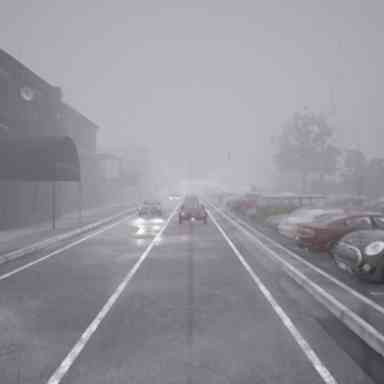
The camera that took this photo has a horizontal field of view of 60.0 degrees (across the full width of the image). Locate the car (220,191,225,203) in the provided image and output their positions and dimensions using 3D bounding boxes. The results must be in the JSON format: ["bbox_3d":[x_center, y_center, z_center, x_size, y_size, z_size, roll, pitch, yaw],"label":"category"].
[{"bbox_3d":[6.170,0.984,36.788,5.366,1.575,1.946,0,1,0],"label":"car"}]

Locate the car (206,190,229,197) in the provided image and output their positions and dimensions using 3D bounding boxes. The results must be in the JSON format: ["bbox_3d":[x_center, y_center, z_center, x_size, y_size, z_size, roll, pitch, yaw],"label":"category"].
[{"bbox_3d":[5.633,0.354,74.018,4.792,1.488,2.163,0,1,0],"label":"car"}]

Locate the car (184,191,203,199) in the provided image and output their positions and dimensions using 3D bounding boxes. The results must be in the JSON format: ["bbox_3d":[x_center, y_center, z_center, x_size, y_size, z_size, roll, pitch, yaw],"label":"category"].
[{"bbox_3d":[-0.061,0.972,41.327,2.128,1.511,4.902,0,1,-1],"label":"car"}]

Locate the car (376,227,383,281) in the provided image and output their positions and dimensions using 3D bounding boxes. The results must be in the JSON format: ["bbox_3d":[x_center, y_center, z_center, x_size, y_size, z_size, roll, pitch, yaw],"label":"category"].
[{"bbox_3d":[6.082,1.476,5.687,4.674,1.452,2.002,0,0,0],"label":"car"}]

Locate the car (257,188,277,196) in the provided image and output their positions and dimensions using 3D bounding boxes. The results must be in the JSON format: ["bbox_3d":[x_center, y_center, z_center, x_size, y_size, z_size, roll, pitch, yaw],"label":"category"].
[{"bbox_3d":[18.604,0.001,82.441,4.553,1.767,2.185,0,1,0],"label":"car"}]

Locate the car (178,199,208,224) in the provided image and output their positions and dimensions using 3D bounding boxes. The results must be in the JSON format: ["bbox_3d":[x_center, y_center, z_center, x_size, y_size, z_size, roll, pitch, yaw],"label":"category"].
[{"bbox_3d":[0.053,1.392,23.069,1.895,1.301,4.718,0,1,0],"label":"car"}]

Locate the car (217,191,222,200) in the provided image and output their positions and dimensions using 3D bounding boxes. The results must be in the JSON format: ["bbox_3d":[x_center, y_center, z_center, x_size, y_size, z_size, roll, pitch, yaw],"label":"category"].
[{"bbox_3d":[5.970,0.905,42.438,4.674,1.452,2.002,0,1,0],"label":"car"}]

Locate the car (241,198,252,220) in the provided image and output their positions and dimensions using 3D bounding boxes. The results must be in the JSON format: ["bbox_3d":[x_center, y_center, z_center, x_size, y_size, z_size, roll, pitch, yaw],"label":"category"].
[{"bbox_3d":[6.030,1.333,22.663,4.674,1.452,2.002,0,1,0],"label":"car"}]

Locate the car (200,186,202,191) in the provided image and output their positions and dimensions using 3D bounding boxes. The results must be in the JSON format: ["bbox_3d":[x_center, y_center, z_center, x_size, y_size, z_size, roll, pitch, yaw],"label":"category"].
[{"bbox_3d":[5.496,-0.253,87.923,5.566,2.045,2.435,0,1,0],"label":"car"}]

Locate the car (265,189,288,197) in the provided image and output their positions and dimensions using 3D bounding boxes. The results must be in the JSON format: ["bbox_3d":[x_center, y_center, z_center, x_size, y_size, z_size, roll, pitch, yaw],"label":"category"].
[{"bbox_3d":[18.714,0.195,74.213,4.553,1.767,2.185,0,1,0],"label":"car"}]

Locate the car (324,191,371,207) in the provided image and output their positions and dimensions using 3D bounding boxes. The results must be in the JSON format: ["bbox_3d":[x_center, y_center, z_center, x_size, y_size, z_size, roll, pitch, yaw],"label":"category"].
[{"bbox_3d":[18.524,0.799,39.683,4.553,1.767,2.185,0,1,0],"label":"car"}]

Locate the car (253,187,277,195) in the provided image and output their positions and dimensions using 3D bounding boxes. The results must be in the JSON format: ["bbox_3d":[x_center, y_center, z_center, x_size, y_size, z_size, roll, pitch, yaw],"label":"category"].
[{"bbox_3d":[18.647,-0.193,85.347,5.566,2.045,2.435,0,1,0],"label":"car"}]

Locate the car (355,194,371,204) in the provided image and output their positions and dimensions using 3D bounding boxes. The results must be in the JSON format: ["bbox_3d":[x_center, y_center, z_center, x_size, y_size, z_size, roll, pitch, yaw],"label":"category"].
[{"bbox_3d":[18.586,1.109,31.216,4.892,1.521,2.231,0,1,0],"label":"car"}]

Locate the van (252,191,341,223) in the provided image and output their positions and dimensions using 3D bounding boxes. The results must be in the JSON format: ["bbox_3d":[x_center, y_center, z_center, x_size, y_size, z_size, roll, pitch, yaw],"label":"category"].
[{"bbox_3d":[6.153,1.121,19.953,4.442,1.987,1.878,0,1,0],"label":"van"}]

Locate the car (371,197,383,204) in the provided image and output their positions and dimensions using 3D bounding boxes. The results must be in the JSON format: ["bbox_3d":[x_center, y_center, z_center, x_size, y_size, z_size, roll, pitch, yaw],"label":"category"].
[{"bbox_3d":[18.557,1.195,28.519,4.792,1.488,2.163,0,1,0],"label":"car"}]

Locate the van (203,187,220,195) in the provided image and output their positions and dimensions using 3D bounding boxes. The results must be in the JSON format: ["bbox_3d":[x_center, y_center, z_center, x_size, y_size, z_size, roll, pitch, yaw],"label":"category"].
[{"bbox_3d":[5.391,-0.293,90.706,4.442,1.987,1.878,0,1,0],"label":"van"}]

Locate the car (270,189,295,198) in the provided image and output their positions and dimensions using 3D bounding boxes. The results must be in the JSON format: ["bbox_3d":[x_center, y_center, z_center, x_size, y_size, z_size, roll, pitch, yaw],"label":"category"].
[{"bbox_3d":[18.684,0.328,68.519,4.553,1.767,2.185,0,1,0],"label":"car"}]

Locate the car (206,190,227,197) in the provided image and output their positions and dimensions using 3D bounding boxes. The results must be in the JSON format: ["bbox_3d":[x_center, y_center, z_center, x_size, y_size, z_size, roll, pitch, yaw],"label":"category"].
[{"bbox_3d":[5.590,0.299,76.801,4.674,1.452,2.002,0,1,0],"label":"car"}]

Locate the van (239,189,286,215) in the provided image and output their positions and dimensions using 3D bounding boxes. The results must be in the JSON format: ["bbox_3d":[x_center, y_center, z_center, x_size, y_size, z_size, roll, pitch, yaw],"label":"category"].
[{"bbox_3d":[6.136,1.006,25.482,4.442,1.987,1.878,0,1,0],"label":"van"}]

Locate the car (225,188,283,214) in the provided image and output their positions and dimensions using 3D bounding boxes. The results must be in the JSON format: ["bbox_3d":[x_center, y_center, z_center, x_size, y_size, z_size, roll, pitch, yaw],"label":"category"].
[{"bbox_3d":[5.982,0.919,28.306,5.566,2.045,2.435,0,1,0],"label":"car"}]

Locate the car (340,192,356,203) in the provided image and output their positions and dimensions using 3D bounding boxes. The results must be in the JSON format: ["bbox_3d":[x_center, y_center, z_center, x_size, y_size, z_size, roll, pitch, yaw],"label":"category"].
[{"bbox_3d":[18.558,0.983,36.987,5.008,1.535,2.097,0,1,0],"label":"car"}]

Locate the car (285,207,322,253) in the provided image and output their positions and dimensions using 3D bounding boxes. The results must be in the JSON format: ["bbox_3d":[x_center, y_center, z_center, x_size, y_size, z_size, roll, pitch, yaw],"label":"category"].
[{"bbox_3d":[6.057,1.414,11.338,5.008,1.535,2.097,0,0,0],"label":"car"}]

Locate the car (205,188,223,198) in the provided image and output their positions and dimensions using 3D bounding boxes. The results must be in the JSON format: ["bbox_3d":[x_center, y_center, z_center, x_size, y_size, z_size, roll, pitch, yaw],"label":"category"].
[{"bbox_3d":[5.650,0.492,68.595,4.674,1.452,2.002,1,1,0],"label":"car"}]

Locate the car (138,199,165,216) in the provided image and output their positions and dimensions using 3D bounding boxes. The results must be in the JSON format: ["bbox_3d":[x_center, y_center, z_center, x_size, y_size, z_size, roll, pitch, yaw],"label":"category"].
[{"bbox_3d":[-3.423,1.308,28.514,1.895,1.301,4.718,0,1,0],"label":"car"}]

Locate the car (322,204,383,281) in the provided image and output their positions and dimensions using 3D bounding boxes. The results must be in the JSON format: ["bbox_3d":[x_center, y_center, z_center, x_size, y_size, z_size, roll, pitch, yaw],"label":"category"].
[{"bbox_3d":[6.102,1.299,8.512,4.553,1.767,2.185,0,0,0],"label":"car"}]

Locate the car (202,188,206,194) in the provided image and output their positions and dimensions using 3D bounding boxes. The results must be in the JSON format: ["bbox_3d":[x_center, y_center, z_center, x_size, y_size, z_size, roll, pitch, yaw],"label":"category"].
[{"bbox_3d":[5.434,0.387,71.234,5.366,1.575,1.946,0,1,0],"label":"car"}]

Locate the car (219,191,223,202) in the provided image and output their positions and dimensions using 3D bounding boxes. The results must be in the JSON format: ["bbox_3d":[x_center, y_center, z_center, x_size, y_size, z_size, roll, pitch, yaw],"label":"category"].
[{"bbox_3d":[5.979,0.966,39.613,4.674,1.452,2.002,0,1,0],"label":"car"}]

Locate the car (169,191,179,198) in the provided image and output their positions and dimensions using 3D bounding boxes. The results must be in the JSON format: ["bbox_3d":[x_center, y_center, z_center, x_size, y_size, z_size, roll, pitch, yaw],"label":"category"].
[{"bbox_3d":[-3.661,0.451,69.016,1.994,1.385,4.181,0,1,-1],"label":"car"}]

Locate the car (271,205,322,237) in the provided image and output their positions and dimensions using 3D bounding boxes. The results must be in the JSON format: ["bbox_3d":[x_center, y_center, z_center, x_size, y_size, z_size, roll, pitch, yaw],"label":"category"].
[{"bbox_3d":[6.051,1.443,14.164,4.674,1.452,2.002,0,0,0],"label":"car"}]

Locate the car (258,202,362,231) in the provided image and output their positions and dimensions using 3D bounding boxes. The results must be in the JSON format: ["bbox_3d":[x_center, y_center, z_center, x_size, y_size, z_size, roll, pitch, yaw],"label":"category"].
[{"bbox_3d":[6.048,1.426,16.999,4.674,1.452,2.002,0,0,0],"label":"car"}]

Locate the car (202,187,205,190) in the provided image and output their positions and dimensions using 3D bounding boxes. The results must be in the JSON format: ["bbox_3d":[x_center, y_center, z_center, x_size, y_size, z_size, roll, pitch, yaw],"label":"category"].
[{"bbox_3d":[5.549,0.130,82.365,4.892,1.521,2.231,0,1,0],"label":"car"}]

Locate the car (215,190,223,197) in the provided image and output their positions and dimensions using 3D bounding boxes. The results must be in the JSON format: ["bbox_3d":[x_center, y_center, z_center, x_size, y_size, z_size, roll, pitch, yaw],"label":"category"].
[{"bbox_3d":[5.988,0.834,45.264,4.792,1.488,2.163,0,1,0],"label":"car"}]

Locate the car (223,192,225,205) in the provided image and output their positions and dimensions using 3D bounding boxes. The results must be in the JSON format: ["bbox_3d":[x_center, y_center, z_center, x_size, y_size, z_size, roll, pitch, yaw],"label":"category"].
[{"bbox_3d":[5.988,1.048,33.961,5.008,1.535,2.097,0,1,0],"label":"car"}]
